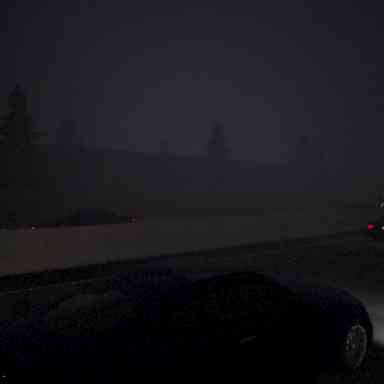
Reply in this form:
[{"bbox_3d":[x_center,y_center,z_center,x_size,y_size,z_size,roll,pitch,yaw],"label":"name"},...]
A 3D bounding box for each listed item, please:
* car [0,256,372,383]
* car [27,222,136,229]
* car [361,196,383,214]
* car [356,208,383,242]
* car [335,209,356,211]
[{"bbox_3d":[0.232,1.525,3.914,4.674,1.442,1.812,0,0,-35],"label":"car"},{"bbox_3d":[-5.574,1.545,17.213,5.357,1.411,2.033,0,0,-35],"label":"car"},{"bbox_3d":[20.457,1.342,35.770,4.553,1.767,2.097,0,0,-35],"label":"car"},{"bbox_3d":[9.995,1.543,15.174,5.357,1.411,2.033,0,0,-36],"label":"car"},{"bbox_3d":[12.613,1.520,25.883,4.674,1.442,1.812,0,0,-36],"label":"car"}]
